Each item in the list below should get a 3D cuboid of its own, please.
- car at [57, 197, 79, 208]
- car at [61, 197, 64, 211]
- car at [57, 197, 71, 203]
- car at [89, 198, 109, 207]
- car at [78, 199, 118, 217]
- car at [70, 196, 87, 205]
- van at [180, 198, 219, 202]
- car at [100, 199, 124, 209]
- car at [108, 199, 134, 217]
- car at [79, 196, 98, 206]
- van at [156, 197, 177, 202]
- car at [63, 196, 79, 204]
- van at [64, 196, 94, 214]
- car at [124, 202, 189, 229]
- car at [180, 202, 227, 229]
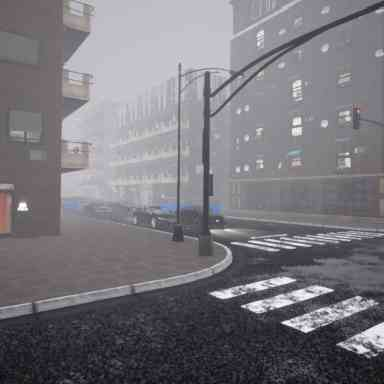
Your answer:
[{"bbox_3d":[-18.315,1.556,49.075,1.882,1.535,5.008,1,-1,-34],"label":"car"},{"bbox_3d":[-15.153,1.581,40.020,2.008,1.369,4.403,1,-1,-35],"label":"car"},{"bbox_3d":[-27.783,1.728,72.102,1.887,1.381,4.507,1,-1,-35],"label":"car"},{"bbox_3d":[-15.044,1.730,53.704,1.802,1.307,4.206,1,-1,-35],"label":"car"},{"bbox_3d":[-8.784,1.592,30.821,1.802,1.307,4.206,1,-1,-35],"label":"car"},{"bbox_3d":[-21.412,1.606,62.904,1.967,1.590,4.097,1,-1,-35],"label":"car"},{"bbox_3d":[0.881,1.440,30.709,1.690,1.788,3.998,1,-1,-35],"label":"van"},{"bbox_3d":[-11.859,1.683,49.105,1.887,1.381,4.507,1,-1,-35],"label":"car"},{"bbox_3d":[-6.261,1.531,31.515,2.128,1.511,4.902,1,-1,-35],"label":"car"},{"bbox_3d":[-18.227,1.597,58.305,1.967,1.590,4.097,1,-1,-35],"label":"car"},{"bbox_3d":[-2.304,1.450,35.309,1.690,1.788,3.998,1,-1,-35],"label":"van"},{"bbox_3d":[-24.597,1.615,67.503,1.967,1.590,4.097,1,-1,-35],"label":"car"},{"bbox_3d":[-11.967,1.361,35.422,1.690,1.788,3.998,1,-1,-35],"label":"van"},{"bbox_3d":[-2.414,1.540,21.623,2.008,1.369,4.403,1,-1,-35],"label":"car"},{"bbox_3d":[0.414,1.581,21.869,1.994,1.385,4.181,1,-1,-35],"label":"car"}]
